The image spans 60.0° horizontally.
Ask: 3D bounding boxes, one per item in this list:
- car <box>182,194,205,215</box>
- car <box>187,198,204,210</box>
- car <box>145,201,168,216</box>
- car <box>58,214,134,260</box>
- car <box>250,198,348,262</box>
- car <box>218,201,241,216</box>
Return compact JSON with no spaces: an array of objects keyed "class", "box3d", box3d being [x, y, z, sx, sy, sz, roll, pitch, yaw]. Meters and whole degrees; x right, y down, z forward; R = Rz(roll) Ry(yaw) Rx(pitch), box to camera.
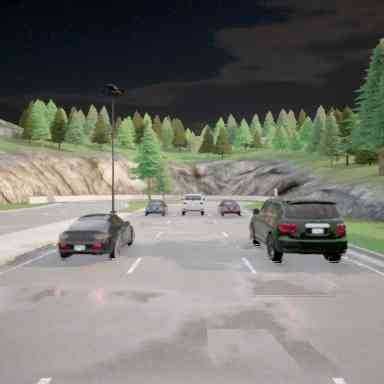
[{"class":"car","box3d":[0.122,1.223,34.009,2.150,2.045,5.566,0,0,1]},{"class":"car","box3d":[0.533,1.564,43.736,1.994,1.385,4.181,0,0,5]},{"class":"car","box3d":[-3.394,1.547,32.453,2.033,1.411,5.357,0,0,0]},{"class":"car","box3d":[-3.393,1.526,12.373,1.812,1.442,4.674,0,0,0]},{"class":"car","box3d":[3.602,1.221,12.220,2.150,2.045,5.566,0,0,0]},{"class":"car","box3d":[3.607,1.547,32.524,2.033,1.411,5.357,0,0,0]}]
